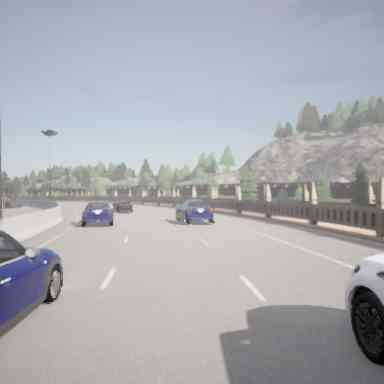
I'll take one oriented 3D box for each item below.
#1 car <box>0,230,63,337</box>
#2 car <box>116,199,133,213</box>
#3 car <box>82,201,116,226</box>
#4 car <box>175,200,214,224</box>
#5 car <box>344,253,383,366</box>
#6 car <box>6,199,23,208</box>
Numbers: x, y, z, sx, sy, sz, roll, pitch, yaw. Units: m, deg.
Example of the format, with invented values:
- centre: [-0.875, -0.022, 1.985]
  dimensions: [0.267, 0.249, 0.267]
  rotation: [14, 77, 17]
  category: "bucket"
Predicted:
- centre: [-3.761, 1.376, 5.388]
  dimensions: [2.097, 1.767, 4.553]
  rotation: [0, 0, -3]
  category: "car"
- centre: [-8.259, 1.582, 39.210]
  dimensions: [2.128, 1.511, 4.902]
  rotation: [0, 0, -22]
  category: "car"
- centre: [-6.858, 1.420, 24.362]
  dimensions: [2.097, 1.767, 4.553]
  rotation: [0, 0, -15]
  category: "car"
- centre: [0.102, 1.373, 25.354]
  dimensions: [2.097, 1.767, 4.553]
  rotation: [0, 0, -14]
  category: "car"
- centre: [3.419, 1.208, 2.666]
  dimensions: [2.150, 2.045, 5.566]
  rotation: [0, 0, -1]
  category: "car"
- centre: [-29.042, 1.843, 54.317]
  dimensions: [2.033, 1.411, 5.357]
  rotation: [-1, 0, -36]
  category: "car"
